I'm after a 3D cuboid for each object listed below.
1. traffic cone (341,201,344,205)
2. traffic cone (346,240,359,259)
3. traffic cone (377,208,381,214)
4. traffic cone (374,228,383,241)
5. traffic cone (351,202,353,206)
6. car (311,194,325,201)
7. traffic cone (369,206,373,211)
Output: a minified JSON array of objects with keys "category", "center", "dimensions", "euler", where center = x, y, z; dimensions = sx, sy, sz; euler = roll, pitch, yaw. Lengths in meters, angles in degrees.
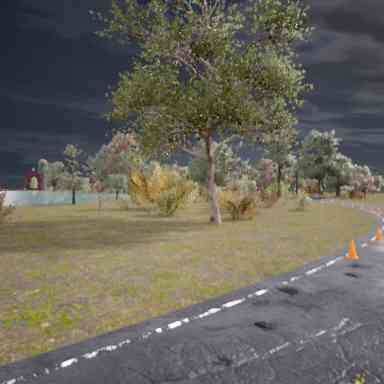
[{"category":"traffic cone","center":[22.847,1.618,50.523],"dimensions":[0.340,0.580,0.340],"euler":[1,1,7]},{"category":"traffic cone","center":[5.422,1.923,11.231],"dimensions":[0.340,0.580,0.340],"euler":[0,0,40]},{"category":"traffic cone","center":[17.927,1.800,31.844],"dimensions":[0.340,0.580,0.340],"euler":[0,1,22]},{"category":"traffic cone","center":[8.441,1.906,15.017],"dimensions":[0.340,0.580,0.340],"euler":[0,0,37]},{"category":"traffic cone","center":[22.068,1.671,45.745],"dimensions":[0.340,0.580,0.340],"euler":[1,1,11]},{"category":"car","center":[25.100,1.061,67.314],"dimensions":[1.994,1.385,4.181],"euler":[1,1,-6]},{"category":"traffic cone","center":[19.602,1.762,36.386],"dimensions":[0.340,0.580,0.340],"euler":[0,1,18]}]
